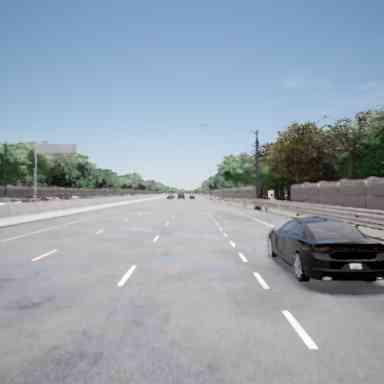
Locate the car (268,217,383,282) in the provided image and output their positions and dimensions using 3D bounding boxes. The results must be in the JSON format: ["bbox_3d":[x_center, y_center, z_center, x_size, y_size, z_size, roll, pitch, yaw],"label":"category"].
[{"bbox_3d":[3.603,1.482,9.785,1.882,1.535,5.008,0,0,0],"label":"car"}]

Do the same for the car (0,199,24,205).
[{"bbox_3d":[-17.487,1.262,31.101,1.812,1.442,4.674,0,0,0],"label":"car"}]
